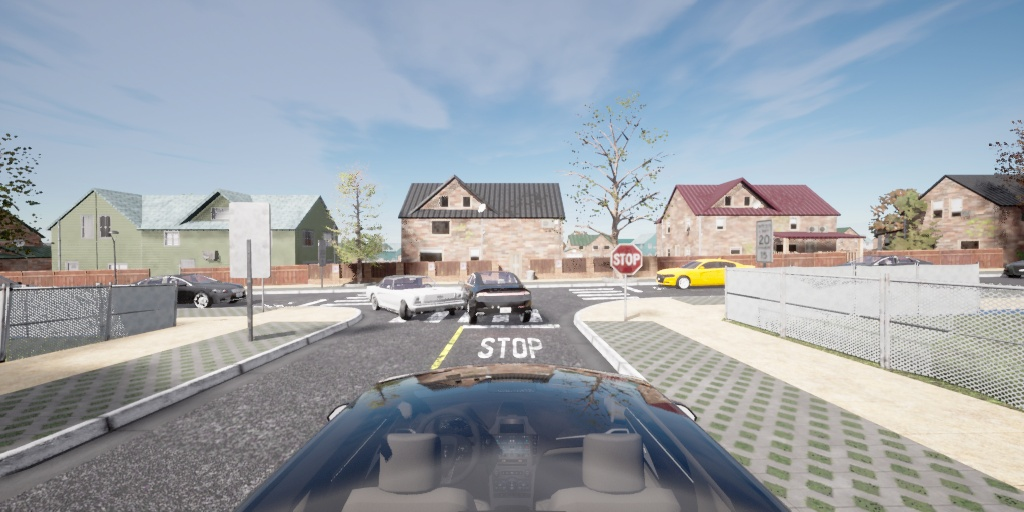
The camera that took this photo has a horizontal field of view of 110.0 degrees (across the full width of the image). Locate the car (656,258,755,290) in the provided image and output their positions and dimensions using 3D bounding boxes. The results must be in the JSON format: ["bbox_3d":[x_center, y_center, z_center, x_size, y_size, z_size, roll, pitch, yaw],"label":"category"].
[{"bbox_3d":[10.391,0.911,19.348,5.008,1.535,1.882,-1,1,-1],"label":"car"}]

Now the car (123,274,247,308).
[{"bbox_3d":[-14.892,1.566,16.347,4.902,1.511,2.128,-1,1,0],"label":"car"}]

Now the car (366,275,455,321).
[{"bbox_3d":[-3.595,1.368,12.844,1.895,1.301,4.718,0,0,-38],"label":"car"}]

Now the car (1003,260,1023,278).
[{"bbox_3d":[29.699,0.543,19.441,4.181,1.385,1.994,-1,1,0],"label":"car"}]

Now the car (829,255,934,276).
[{"bbox_3d":[19.821,0.703,19.416,4.902,1.511,2.128,-1,1,0],"label":"car"}]

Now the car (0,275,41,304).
[{"bbox_3d":[-24.230,1.648,16.312,4.553,1.767,2.097,-1,1,0],"label":"car"}]

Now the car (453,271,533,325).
[{"bbox_3d":[-0.678,1.242,11.983,2.128,1.511,4.902,0,0,-12],"label":"car"}]
